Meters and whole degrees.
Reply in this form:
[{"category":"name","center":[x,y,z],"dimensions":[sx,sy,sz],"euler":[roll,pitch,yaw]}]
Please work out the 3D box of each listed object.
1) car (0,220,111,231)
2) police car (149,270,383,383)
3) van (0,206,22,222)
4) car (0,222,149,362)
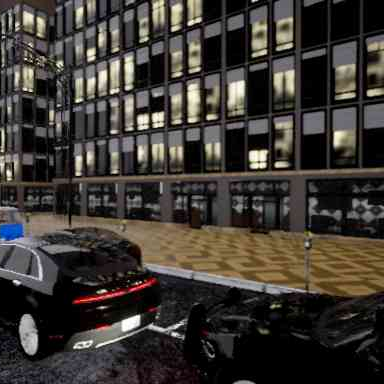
[{"category":"car","center":[-3.252,1.600,8.894],"dimensions":[4.313,1.339,1.947],"euler":[0,0,36]},{"category":"police car","center":[2.267,1.440,2.731],"dimensions":[5.238,1.638,1.930],"euler":[0,0,36]},{"category":"van","center":[-7.875,1.383,12.215],"dimensions":[3.998,1.788,1.690],"euler":[0,0,36]},{"category":"car","center":[-2.688,1.529,6.036],"dimensions":[4.892,1.490,1.837],"euler":[0,0,40]}]
